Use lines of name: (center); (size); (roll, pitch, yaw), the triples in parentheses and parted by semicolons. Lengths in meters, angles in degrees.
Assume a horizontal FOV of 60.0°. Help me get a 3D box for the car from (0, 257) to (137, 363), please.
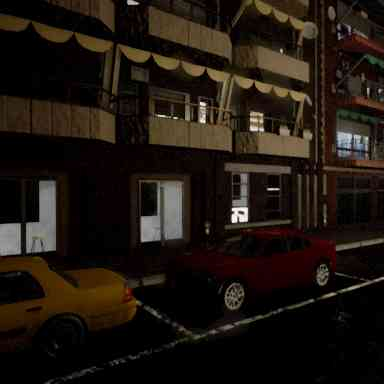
car: (-3.149, 1.525, 4.320); (4.829, 1.417, 1.752); (0, 0, -36)

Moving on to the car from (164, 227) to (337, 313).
car: (1.488, 1.544, 7.628); (4.507, 1.381, 1.887); (0, 0, -36)
